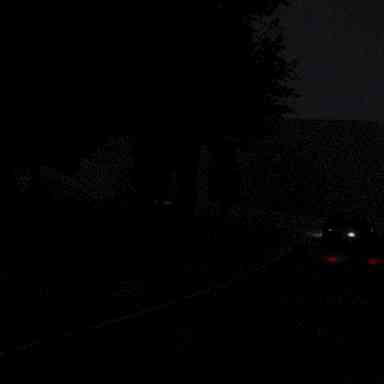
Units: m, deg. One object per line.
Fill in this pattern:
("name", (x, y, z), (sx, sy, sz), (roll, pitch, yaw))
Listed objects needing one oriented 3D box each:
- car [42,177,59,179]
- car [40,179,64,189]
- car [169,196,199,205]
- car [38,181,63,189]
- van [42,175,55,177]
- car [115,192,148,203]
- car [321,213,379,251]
("car", (-32.386, -1.886, 75.293), (1.946, 1.575, 5.366), (7, 6, 43))
("car", (-29.534, -1.347, 70.013), (2.231, 1.521, 4.892), (6, 6, 43))
("car", (-1.073, 1.021, 44.690), (4.181, 1.385, 1.994), (3, 1, 36))
("car", (-30.893, -1.578, 72.725), (2.002, 1.452, 4.674), (7, 6, 43))
("van", (-33.539, -2.384, 78.208), (1.878, 1.987, 4.442), (6, 6, 43))
("car", (-8.132, 0.693, 44.811), (4.674, 1.442, 1.812), (3, 0, 22))
("car", (6.767, 1.606, 14.549), (1.994, 1.385, 4.181), (0, 0, 20))
